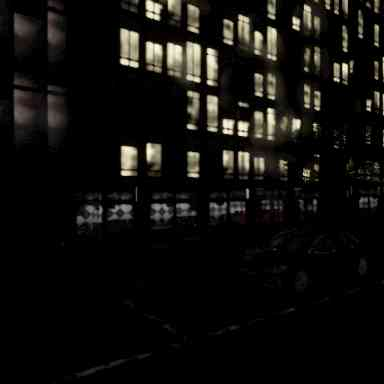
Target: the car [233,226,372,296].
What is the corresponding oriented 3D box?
[{"bbox_3d":[3.008,1.616,8.706,4.403,1.369,2.008,1,-1,-35],"label":"car"}]
